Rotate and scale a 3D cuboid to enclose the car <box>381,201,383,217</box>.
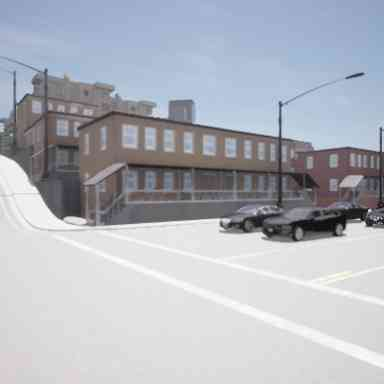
[{"bbox_3d":[19.679,1.536,30.917,4.674,1.442,1.812,0,0,-36],"label":"car"}]

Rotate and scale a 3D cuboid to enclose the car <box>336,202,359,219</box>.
[{"bbox_3d":[11.431,1.499,25.039,4.902,1.511,2.128,0,0,-35],"label":"car"}]

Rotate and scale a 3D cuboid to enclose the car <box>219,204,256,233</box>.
[{"bbox_3d":[3.807,1.496,19.600,4.902,1.511,2.128,0,0,-35],"label":"car"}]

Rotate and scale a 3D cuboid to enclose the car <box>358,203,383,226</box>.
[{"bbox_3d":[13.407,1.512,22.152,4.892,1.490,1.837,0,0,-36],"label":"car"}]

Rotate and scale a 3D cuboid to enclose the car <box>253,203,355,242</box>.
[{"bbox_3d":[5.688,1.482,16.642,5.008,1.535,1.882,0,0,-33],"label":"car"}]
